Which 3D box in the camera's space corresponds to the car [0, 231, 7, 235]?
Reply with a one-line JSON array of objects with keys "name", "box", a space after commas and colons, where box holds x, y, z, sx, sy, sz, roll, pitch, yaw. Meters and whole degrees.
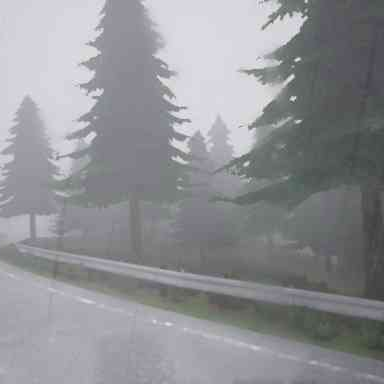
[{"name": "car", "box": [-22.033, 5.158, 37.181, 2.128, 1.511, 4.902, -2, -6, -14]}]
